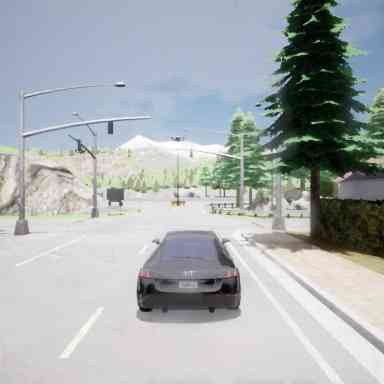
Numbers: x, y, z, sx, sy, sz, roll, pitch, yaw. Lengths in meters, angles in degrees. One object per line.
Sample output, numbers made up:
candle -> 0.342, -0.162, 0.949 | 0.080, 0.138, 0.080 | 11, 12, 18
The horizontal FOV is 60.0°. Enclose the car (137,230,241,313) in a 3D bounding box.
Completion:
car -> -0.033, 1.574, 7.816 | 1.994, 1.385, 4.181 | 0, 0, 1
